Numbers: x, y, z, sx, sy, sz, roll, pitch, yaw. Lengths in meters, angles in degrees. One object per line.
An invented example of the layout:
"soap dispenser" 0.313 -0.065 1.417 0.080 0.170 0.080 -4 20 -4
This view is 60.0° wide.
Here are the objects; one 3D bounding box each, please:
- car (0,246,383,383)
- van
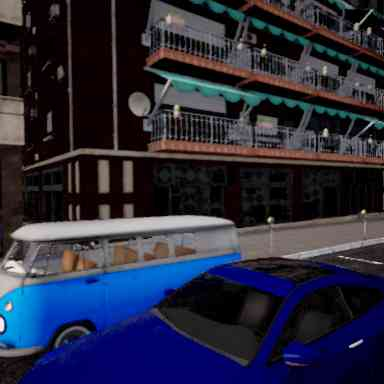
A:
"car" 0.716 1.508 3.461 4.674 1.442 1.812 0 0 -36
"van" -0.997 1.326 5.406 3.998 1.788 1.690 -1 0 -36
